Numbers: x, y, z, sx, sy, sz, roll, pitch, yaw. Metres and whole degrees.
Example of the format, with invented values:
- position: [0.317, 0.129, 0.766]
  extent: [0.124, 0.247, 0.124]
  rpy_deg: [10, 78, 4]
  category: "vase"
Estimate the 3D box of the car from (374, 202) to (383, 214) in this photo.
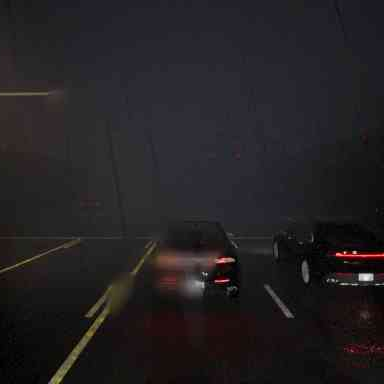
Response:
- position: [18.114, 1.061, 28.293]
  extent: [4.902, 1.511, 2.128]
  rpy_deg: [-5, 0, 0]
  category: "car"

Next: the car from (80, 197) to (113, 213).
- position: [-10.505, 1.351, 36.164]
  extent: [2.097, 1.767, 4.553]
  rpy_deg: [0, 0, 0]
  category: "car"

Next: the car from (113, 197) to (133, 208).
- position: [-10.469, 1.525, 49.266]
  extent: [1.812, 1.442, 4.674]
  rpy_deg: [0, 0, 0]
  category: "car"

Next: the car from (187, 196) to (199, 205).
- position: [0.252, 1.490, 59.526]
  extent: [2.128, 1.511, 4.902]
  rpy_deg: [0, 0, 0]
  category: "car"

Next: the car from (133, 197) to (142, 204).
- position: [-10.406, 1.564, 61.022]
  extent: [1.994, 1.385, 4.181]
  rpy_deg: [0, 0, 1]
  category: "car"

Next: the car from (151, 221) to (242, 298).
- position: [0.097, 1.492, 8.498]
  extent: [2.128, 1.511, 4.902]
  rpy_deg: [0, 0, 0]
  category: "car"

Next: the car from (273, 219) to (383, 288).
- position: [3.602, 1.505, 9.261]
  extent: [1.837, 1.490, 4.892]
  rpy_deg: [0, 0, 1]
  category: "car"
